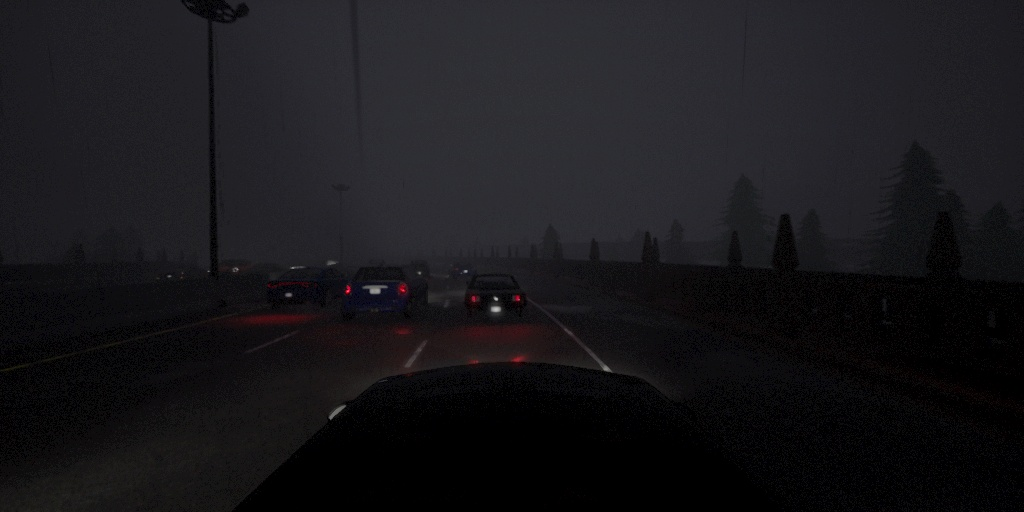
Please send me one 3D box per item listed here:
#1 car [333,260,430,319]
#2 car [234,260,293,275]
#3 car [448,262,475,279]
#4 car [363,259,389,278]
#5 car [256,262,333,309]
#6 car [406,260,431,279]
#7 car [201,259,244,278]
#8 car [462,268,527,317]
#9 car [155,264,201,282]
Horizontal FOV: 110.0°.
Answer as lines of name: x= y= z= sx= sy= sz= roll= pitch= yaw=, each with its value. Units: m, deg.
car: x=-4.273 y=1.045 z=12.717 sx=2.097 sy=1.767 sz=4.553 roll=0 pitch=0 yaw=-6
car: x=-17.742 y=1.212 z=25.894 sx=1.812 sy=1.442 sz=4.674 roll=0 pitch=0 yaw=-16
car: x=-4.118 y=1.142 z=29.723 sx=1.994 sy=1.385 sz=4.181 roll=0 pitch=0 yaw=-15
car: x=-12.670 y=1.097 z=33.610 sx=2.128 sy=1.511 sz=4.902 roll=0 pitch=0 yaw=-19
car: x=-8.051 y=1.175 z=14.820 sx=1.882 sy=1.535 sz=5.008 roll=0 pitch=0 yaw=-8
car: x=-8.168 y=1.098 z=31.109 sx=1.837 sy=1.490 sz=4.892 roll=0 pitch=0 yaw=-17
car: x=-22.255 y=1.053 z=28.624 sx=2.097 sy=1.767 sz=4.553 roll=-1 pitch=0 yaw=-19
car: x=-0.710 y=1.278 z=12.837 sx=1.895 sy=1.301 sz=4.718 roll=0 pitch=0 yaw=-6
car: x=-25.805 y=1.292 z=28.217 sx=1.994 sy=1.385 sz=4.181 roll=0 pitch=0 yaw=-19
